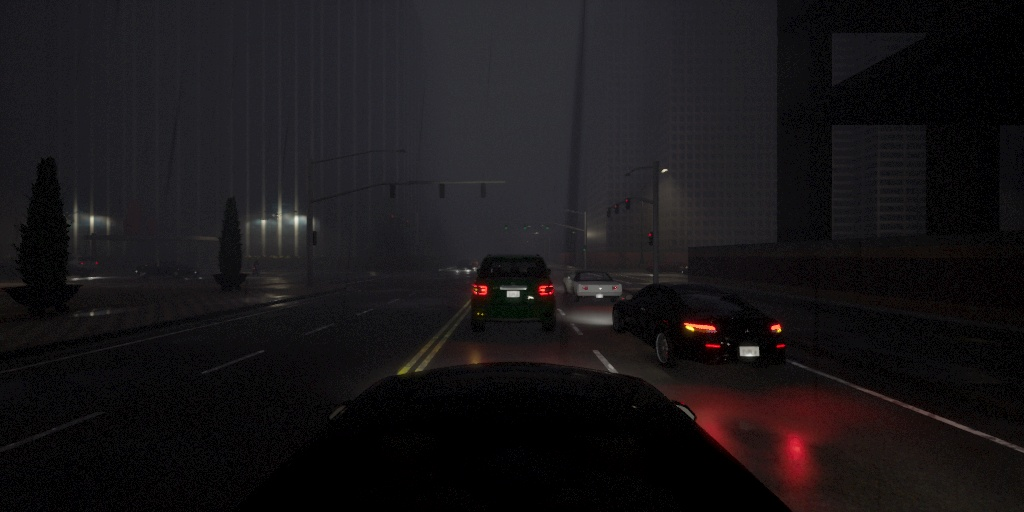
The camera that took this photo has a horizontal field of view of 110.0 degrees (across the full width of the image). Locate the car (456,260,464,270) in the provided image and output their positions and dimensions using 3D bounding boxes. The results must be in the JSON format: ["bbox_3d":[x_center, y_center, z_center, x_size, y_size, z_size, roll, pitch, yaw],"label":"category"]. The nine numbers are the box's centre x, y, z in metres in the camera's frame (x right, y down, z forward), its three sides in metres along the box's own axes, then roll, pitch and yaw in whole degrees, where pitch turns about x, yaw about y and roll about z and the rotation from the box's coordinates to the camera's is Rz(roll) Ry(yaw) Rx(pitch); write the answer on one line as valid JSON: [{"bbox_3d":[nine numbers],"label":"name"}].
[{"bbox_3d":[-7.062,1.276,53.684,1.812,1.442,4.674,0,0,0],"label":"car"}]

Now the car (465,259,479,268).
[{"bbox_3d":[-7.028,1.228,63.020,1.882,1.535,5.008,0,0,0],"label":"car"}]

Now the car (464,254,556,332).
[{"bbox_3d":[0.057,0.971,10.968,2.150,2.045,5.566,0,0,1],"label":"car"}]

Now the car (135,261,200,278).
[{"bbox_3d":[-31.588,1.241,32.987,4.902,1.511,2.128,0,0,0],"label":"car"}]

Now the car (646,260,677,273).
[{"bbox_3d":[17.806,1.228,40.636,5.008,1.535,1.882,0,0,0],"label":"car"}]

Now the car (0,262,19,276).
[{"bbox_3d":[-50.681,1.314,36.518,4.181,1.385,1.994,0,0,3],"label":"car"}]

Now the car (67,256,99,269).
[{"bbox_3d":[-49.787,0.971,40.068,5.566,2.045,2.150,0,0,0],"label":"car"}]

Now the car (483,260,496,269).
[{"bbox_3d":[-3.552,1.351,57.465,1.895,1.301,4.718,0,0,0],"label":"car"}]

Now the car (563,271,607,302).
[{"bbox_3d":[3.593,1.351,16.888,1.895,1.301,4.718,0,0,0],"label":"car"}]

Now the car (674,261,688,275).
[{"bbox_3d":[19.875,1.351,37.123,4.718,1.301,1.895,0,0,1],"label":"car"}]

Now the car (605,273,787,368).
[{"bbox_3d":[3.589,1.276,7.725,1.812,1.442,4.674,0,0,0],"label":"car"}]

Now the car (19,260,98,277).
[{"bbox_3d":[-41.555,1.314,32.939,4.181,1.385,1.994,0,0,0],"label":"car"}]

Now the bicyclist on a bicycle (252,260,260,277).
[{"bbox_3d":[-24.647,1.203,34.507,0.582,1.620,1.656,0,0,-13],"label":"bicyclist on a bicycle"}]
